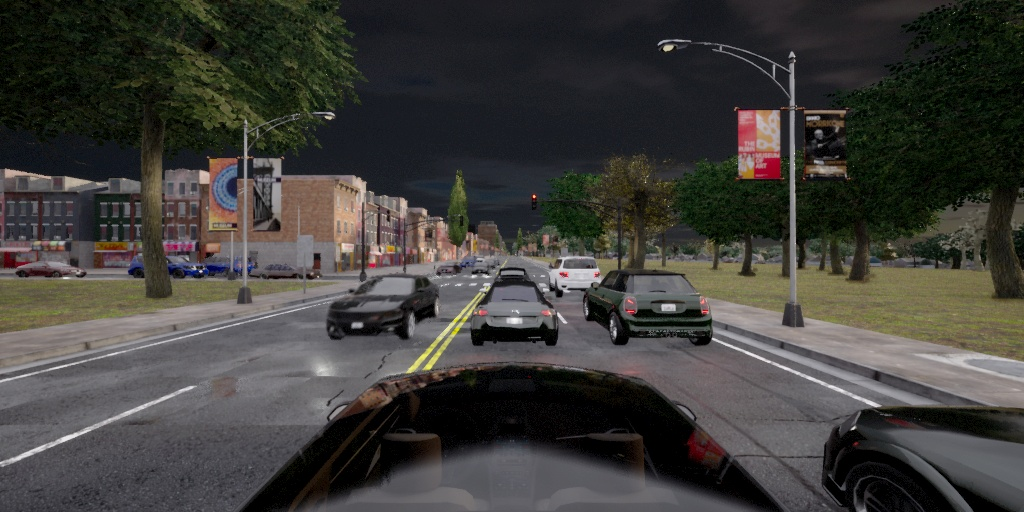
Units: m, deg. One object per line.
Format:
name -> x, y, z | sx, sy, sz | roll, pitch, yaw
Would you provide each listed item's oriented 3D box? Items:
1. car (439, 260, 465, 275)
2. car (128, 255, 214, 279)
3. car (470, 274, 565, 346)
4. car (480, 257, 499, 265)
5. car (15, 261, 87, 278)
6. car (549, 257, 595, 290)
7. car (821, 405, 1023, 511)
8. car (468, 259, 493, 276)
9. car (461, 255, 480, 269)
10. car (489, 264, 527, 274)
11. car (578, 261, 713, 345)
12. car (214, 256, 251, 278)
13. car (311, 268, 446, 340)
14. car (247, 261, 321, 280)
car -> -7.082, 1.444, 40.662 | 1.994, 1.385, 4.181 | 0, 0, 6
car -> -29.607, 0.963, 30.927 | 5.566, 2.045, 2.150 | 0, 0, 0
car -> 0.063, 1.332, 9.497 | 1.994, 1.385, 4.181 | 0, 0, 0
car -> -3.425, 1.311, 54.384 | 1.837, 1.490, 4.892 | 0, 1, 0
car -> -39.734, 1.194, 30.927 | 4.674, 1.442, 1.812 | 0, 0, 0
car -> 3.268, 1.054, 19.407 | 2.150, 2.045, 5.566 | 0, 0, 0
car -> 3.341, 1.314, 0.966 | 1.994, 1.385, 4.181 | 0, 0, 0
car -> -3.408, 1.387, 39.900 | 1.837, 1.490, 4.892 | 0, 0, 0
car -> -6.673, 1.013, 55.966 | 2.150, 2.045, 5.566 | 0, 1, 0
car -> 0.018, 1.331, 18.409 | 1.837, 1.490, 4.892 | 0, 0, 0
car -> 3.315, 1.121, 9.693 | 2.097, 1.767, 4.553 | 0, 0, 0
car -> -27.450, 1.003, 33.822 | 5.566, 2.045, 2.150 | 0, 0, 1
car -> -3.364, 1.249, 10.273 | 1.882, 1.535, 5.008 | 0, 0, 0
car -> -19.419, 1.383, 30.892 | 5.357, 1.411, 2.033 | 1, 0, -3
